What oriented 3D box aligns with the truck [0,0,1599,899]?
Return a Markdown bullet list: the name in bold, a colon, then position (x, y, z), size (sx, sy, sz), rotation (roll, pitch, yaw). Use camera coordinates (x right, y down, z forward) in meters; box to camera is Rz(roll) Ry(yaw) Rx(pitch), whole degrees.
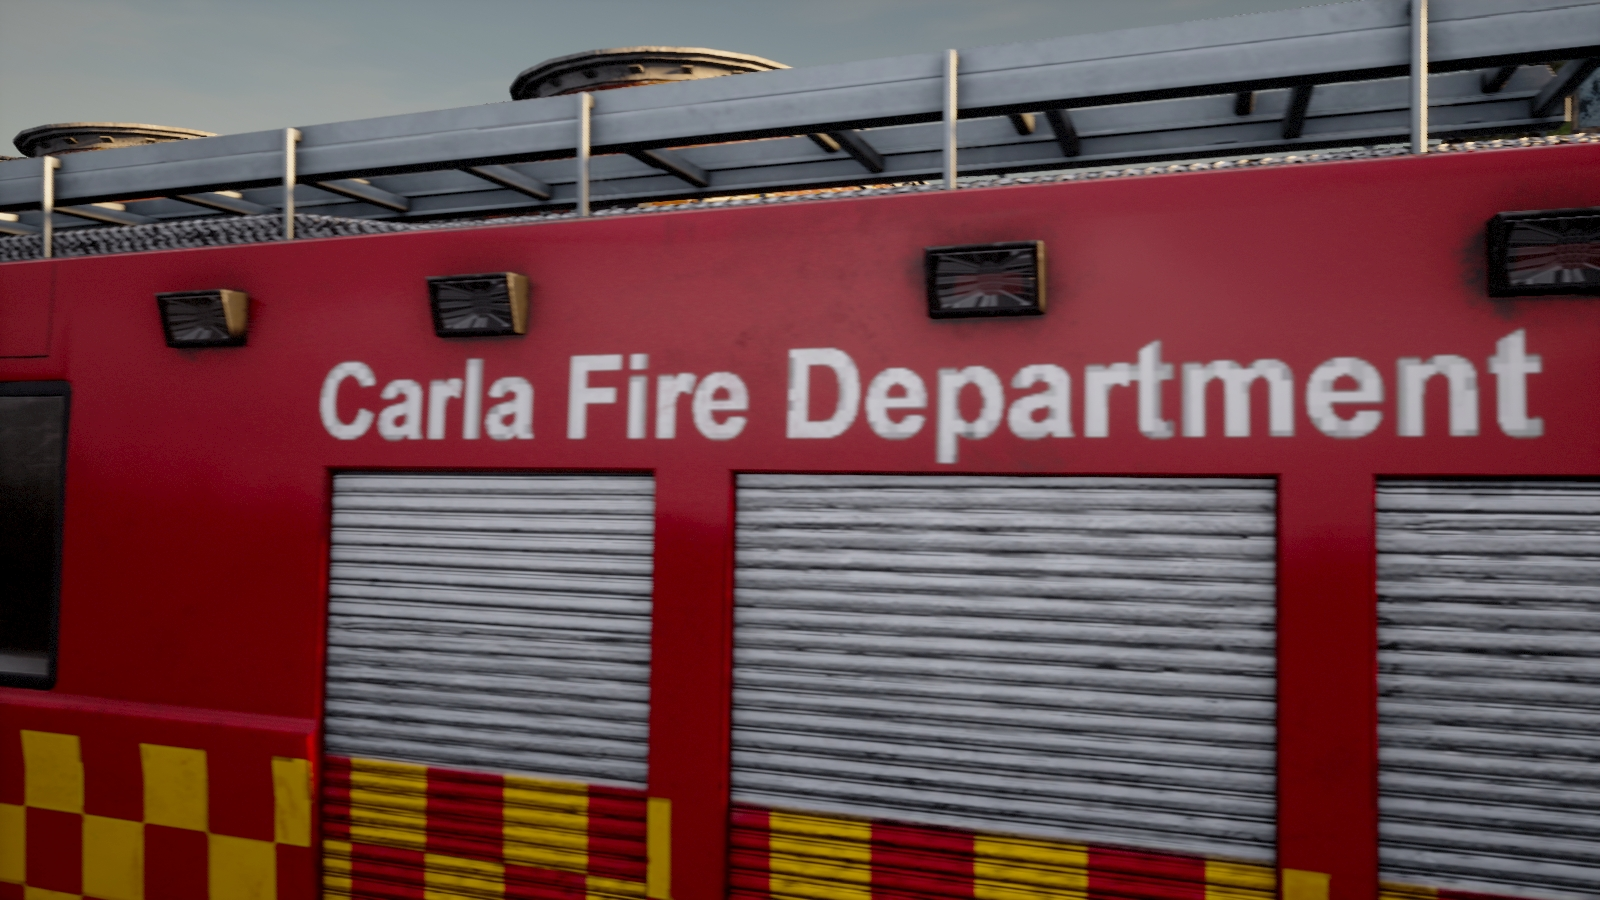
- **truck**: position (-1.459, 0.671, 4.413), size (8.468, 3.827, 2.891), rotation (0, 0, 20)
